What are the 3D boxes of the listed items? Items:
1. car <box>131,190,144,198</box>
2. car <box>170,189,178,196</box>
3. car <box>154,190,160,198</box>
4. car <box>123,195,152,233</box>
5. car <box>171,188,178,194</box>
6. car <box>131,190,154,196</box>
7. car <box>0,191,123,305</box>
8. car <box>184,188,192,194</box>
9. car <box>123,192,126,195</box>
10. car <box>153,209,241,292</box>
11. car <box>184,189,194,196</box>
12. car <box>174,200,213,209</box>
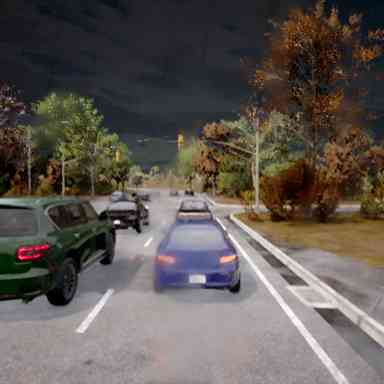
[{"bbox_3d":[-10.784,0.375,65.919,1.895,1.301,4.718,0,1,-1],"label":"car"},{"bbox_3d":[-4.066,0.100,75.988,2.128,1.511,4.902,0,1,-2],"label":"car"},{"bbox_3d":[-7.284,0.309,65.419,1.812,1.442,4.674,0,1,-1],"label":"car"},{"bbox_3d":[-3.403,1.172,17.573,1.882,1.535,5.008,0,1,0],"label":"car"},{"bbox_3d":[-4.553,-0.177,86.029,1.812,1.442,4.674,0,1,-3],"label":"car"},{"bbox_3d":[-7.131,0.661,48.076,2.033,1.411,5.357,0,1,0],"label":"car"},{"bbox_3d":[-3.398,1.100,7.912,2.150,2.045,5.566,0,1,0],"label":"car"},{"bbox_3d":[-1.059,-0.181,86.229,1.812,1.442,4.674,0,1,-3],"label":"car"},{"bbox_3d":[-10.630,0.641,48.001,1.812,1.442,4.674,0,1,0],"label":"car"},{"bbox_3d":[0.100,1.394,8.433,1.812,1.442,4.674,0,1,0],"label":"car"},{"bbox_3d":[-0.567,0.058,76.086,1.882,1.535,5.008,0,1,-2],"label":"car"},{"bbox_3d":[0.098,1.184,17.685,2.128,1.511,4.902,0,1,0],"label":"car"}]
